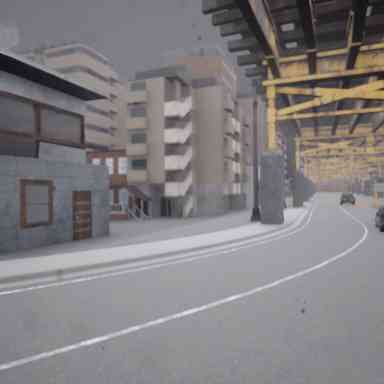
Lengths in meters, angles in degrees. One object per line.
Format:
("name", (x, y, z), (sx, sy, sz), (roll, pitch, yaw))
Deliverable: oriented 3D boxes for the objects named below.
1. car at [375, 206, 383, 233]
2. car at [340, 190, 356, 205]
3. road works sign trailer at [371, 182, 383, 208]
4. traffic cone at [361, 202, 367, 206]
("car", (11.725, 1.515, 19.209), (2.033, 1.411, 5.357), (0, 0, 25))
("car", (26.409, 1.185, 56.461), (2.150, 2.045, 5.566), (0, 0, 22))
("road works sign trailer", (25.994, 0.404, 45.489), (2.380, 3.560, 2.880), (0, 0, 21))
("traffic cone", (27.118, 1.906, 52.543), (0.340, 0.580, 0.340), (0, 0, 21))
